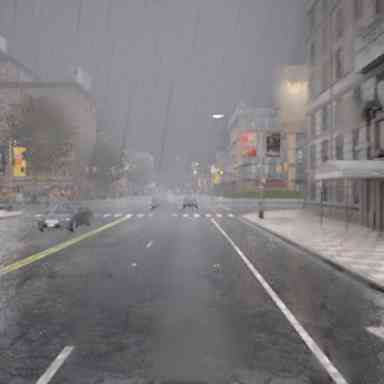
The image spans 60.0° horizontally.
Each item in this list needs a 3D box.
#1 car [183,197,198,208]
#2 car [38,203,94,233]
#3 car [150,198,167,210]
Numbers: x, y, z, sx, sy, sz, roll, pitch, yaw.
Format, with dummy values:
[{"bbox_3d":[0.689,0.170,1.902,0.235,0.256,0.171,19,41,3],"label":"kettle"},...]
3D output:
[{"bbox_3d":[-0.247,1.363,44.065,2.033,1.411,5.357,0,0,-1],"label":"car"},{"bbox_3d":[-7.130,1.411,19.259,2.128,1.511,4.902,0,0,0],"label":"car"},{"bbox_3d":[-4.080,1.380,40.144,2.033,1.411,5.357,0,0,-8],"label":"car"}]
